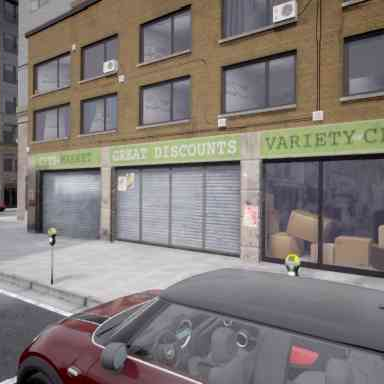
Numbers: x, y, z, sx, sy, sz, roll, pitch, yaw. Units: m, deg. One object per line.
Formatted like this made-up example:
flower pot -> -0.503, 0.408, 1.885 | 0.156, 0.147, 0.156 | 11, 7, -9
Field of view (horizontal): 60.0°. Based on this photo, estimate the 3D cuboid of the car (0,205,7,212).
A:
car -> -19.421, 1.458, 29.770 | 1.895, 1.301, 4.718 | 1, 1, 34

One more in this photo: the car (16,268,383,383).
car -> 0.247, 1.440, 2.889 | 4.097, 1.590, 1.967 | 0, 1, 35
